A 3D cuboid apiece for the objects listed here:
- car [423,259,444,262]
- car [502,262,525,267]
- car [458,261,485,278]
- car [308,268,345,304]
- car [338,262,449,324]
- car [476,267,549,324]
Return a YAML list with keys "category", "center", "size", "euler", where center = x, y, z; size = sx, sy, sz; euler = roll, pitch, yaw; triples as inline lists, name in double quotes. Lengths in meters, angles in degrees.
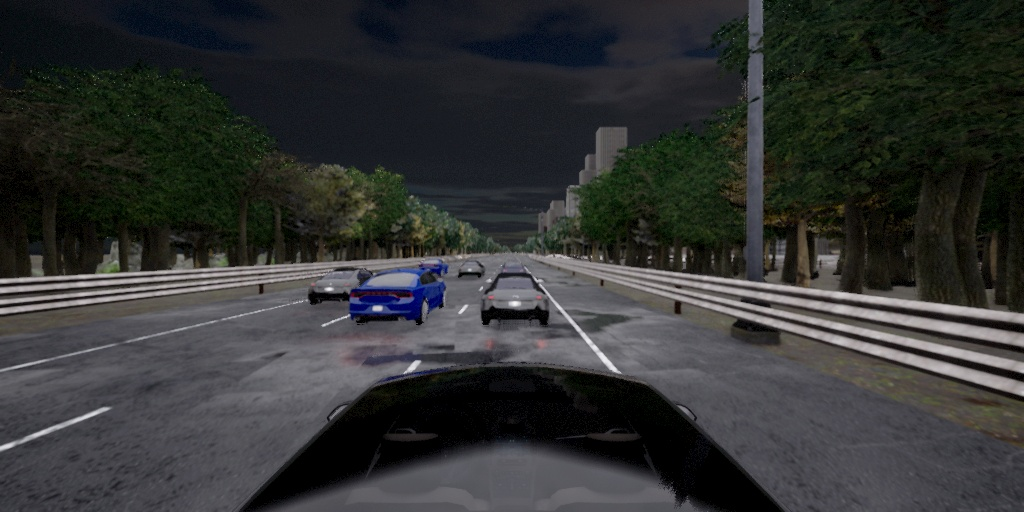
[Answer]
- category: "car"
  center: [-6.893, 0.986, 31.881]
  size: [1.882, 1.535, 5.008]
  euler: [0, 0, 0]
- category: "car"
  center: [0.103, 1.135, 28.793]
  size: [1.895, 1.301, 4.718]
  euler: [0, 0, 0]
- category: "car"
  center: [-3.395, 1.081, 30.834]
  size: [1.994, 1.385, 4.181]
  euler: [0, 0, 0]
- category: "car"
  center: [-6.901, 1.207, 15.544]
  size: [1.994, 1.385, 4.181]
  euler: [0, 0, 0]
- category: "car"
  center: [-3.408, 1.152, 11.596]
  size: [1.882, 1.535, 5.008]
  euler: [0, 1, 0]
- category: "car"
  center: [0.089, 1.238, 11.672]
  size: [1.994, 1.385, 4.181]
  euler: [0, 1, 0]
